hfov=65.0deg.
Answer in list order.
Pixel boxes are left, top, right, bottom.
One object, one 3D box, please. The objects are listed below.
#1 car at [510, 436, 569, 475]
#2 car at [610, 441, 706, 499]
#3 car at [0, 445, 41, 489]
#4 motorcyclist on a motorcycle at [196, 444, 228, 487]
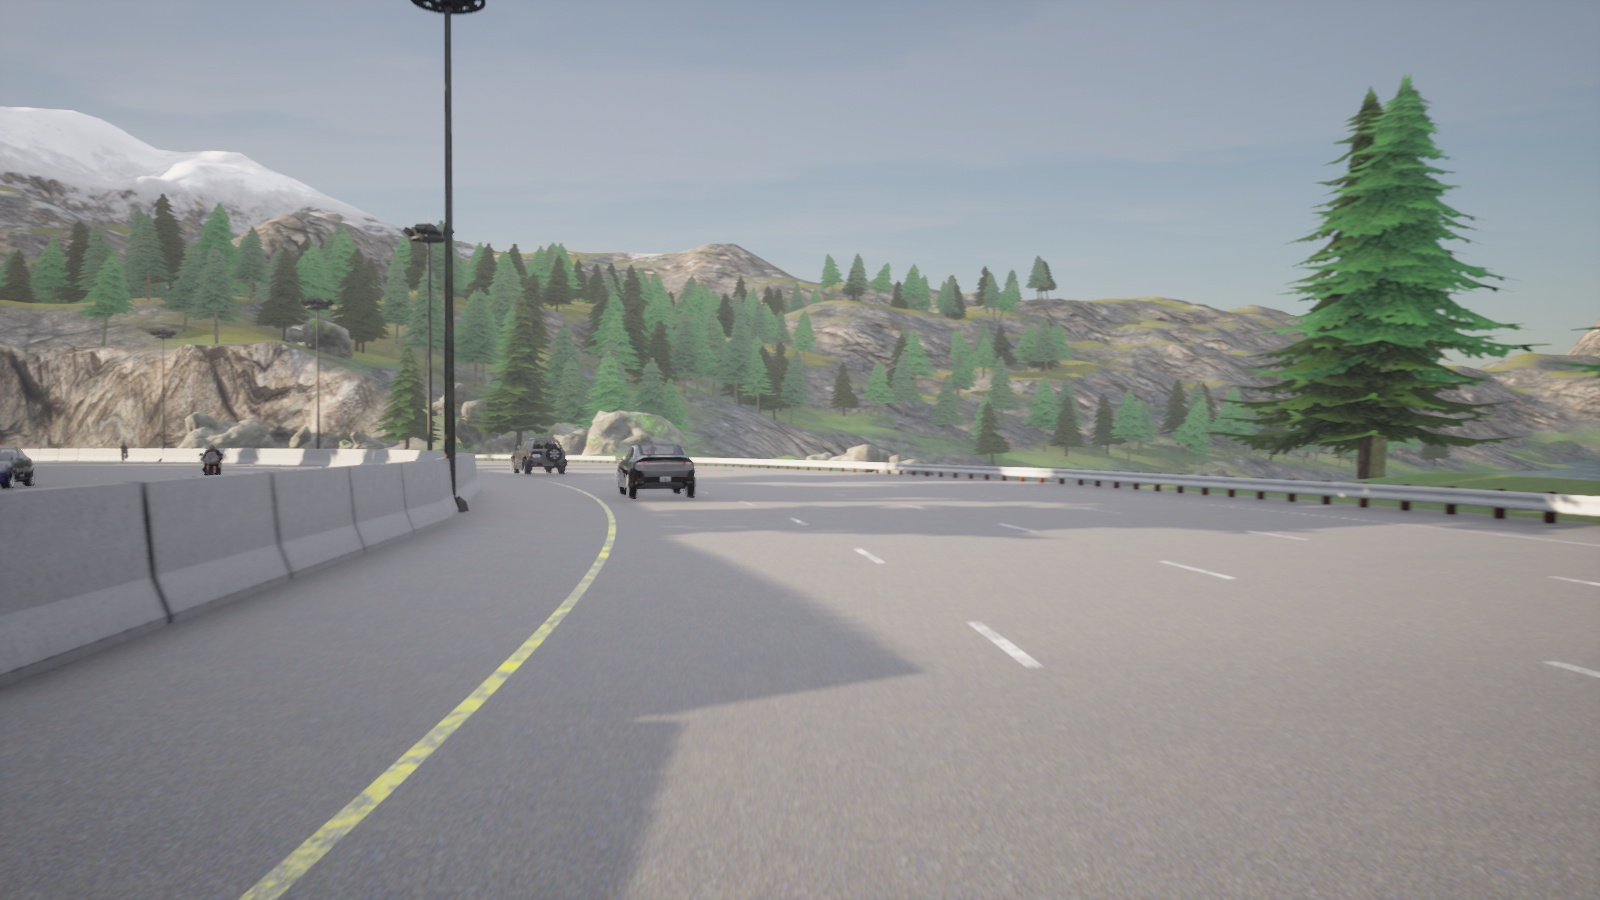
[{"bbox_3d":[-12.882,0.243,61.867,1.932,1.855,4.605,0,0,-24],"label":"car"},{"bbox_3d":[-4.113,0.512,35.662,2.128,1.511,4.902,0,0,-13],"label":"car"},{"bbox_3d":[-28.392,0.554,43.966,2.163,1.488,4.792,0,0,-19],"label":"car"},{"bbox_3d":[-21.966,0.561,46.941,0.866,1.530,2.191,-1,1,-20],"label":"motorcyclist on a motorcycle"}]
